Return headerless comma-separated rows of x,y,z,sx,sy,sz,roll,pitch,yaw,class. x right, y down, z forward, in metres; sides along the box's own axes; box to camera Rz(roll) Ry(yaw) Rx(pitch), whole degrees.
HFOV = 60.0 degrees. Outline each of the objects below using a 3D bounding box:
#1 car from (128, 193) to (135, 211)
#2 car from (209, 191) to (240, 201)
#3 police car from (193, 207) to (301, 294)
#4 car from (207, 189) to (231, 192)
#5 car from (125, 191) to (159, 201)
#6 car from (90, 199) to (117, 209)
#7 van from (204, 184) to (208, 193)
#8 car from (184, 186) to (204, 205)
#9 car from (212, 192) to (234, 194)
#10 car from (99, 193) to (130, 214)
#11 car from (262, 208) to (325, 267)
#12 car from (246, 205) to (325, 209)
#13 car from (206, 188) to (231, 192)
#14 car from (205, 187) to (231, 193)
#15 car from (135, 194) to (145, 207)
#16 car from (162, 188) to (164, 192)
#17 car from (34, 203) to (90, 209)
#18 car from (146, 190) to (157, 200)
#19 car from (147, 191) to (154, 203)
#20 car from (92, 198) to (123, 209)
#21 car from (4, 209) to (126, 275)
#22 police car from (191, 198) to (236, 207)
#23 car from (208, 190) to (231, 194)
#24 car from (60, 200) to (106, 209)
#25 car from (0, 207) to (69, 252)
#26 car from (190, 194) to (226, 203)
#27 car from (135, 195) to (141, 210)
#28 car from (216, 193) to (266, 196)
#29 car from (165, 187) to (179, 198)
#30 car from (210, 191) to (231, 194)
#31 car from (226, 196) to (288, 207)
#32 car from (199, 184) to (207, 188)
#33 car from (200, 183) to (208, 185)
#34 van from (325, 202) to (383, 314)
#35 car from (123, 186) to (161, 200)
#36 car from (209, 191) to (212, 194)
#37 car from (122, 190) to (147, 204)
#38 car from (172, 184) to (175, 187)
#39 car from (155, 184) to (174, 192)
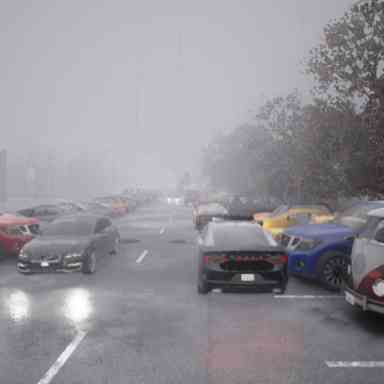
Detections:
-7.947,1.194,30.771,4.553,1.767,2.185,0,1,0,car
5.176,0.644,53.106,4.792,1.488,2.163,0,3,0,car
1.068,1.422,8.923,1.930,1.638,5.238,0,0,0,police car
5.327,0.735,50.315,5.366,1.575,1.946,0,2,0,car
-7.938,0.618,53.069,5.008,1.535,2.097,0,2,0,car
-8.001,1.434,22.417,5.008,1.535,2.097,0,1,0,car
5.038,-0.020,61.454,4.442,1.987,1.878,-1,3,0,van
0.104,0.684,45.000,2.150,2.045,5.566,0,2,1,car
5.114,1.122,39.289,5.008,1.535,2.097,0,2,0,car
-7.952,1.241,27.992,4.553,1.767,2.185,0,1,0,car
5.248,1.473,11.285,5.366,1.575,1.946,0,0,0,car
5.063,1.475,14.194,5.008,1.535,2.097,0,0,0,car
5.156,0.517,56.015,4.674,1.452,2.002,0,3,0,car
5.161,0.377,58.797,4.674,1.452,2.002,0,3,0,car
-7.996,1.229,36.348,4.792,1.488,2.163,0,1,0,car
-7.892,0.377,58.630,4.792,1.488,2.163,0,3,0,car
-8.035,1.499,16.841,4.792,1.488,2.163,0,0,0,car
-7.950,0.855,47.491,4.892,1.521,2.231,0,2,0,car
-7.979,0.986,44.715,4.792,1.488,2.163,0,2,0,car
-7.986,1.444,25.207,4.674,1.452,2.002,0,1,0,car
-3.579,1.500,10.512,1.837,1.490,4.892,0,0,0,car
1.088,1.405,18.920,1.930,1.638,5.238,0,0,0,police car
5.321,0.848,47.521,5.366,1.575,1.946,0,2,0,car
-8.006,1.455,19.628,5.008,1.535,2.097,0,0,0,car
-8.014,1.515,14.055,4.674,1.452,2.002,0,0,0,car
1.100,1.279,24.776,2.097,1.767,4.553,0,1,0,car
-7.943,1.293,33.561,4.792,1.488,2.163,0,1,0,car
5.107,1.200,36.372,4.892,1.521,2.231,0,2,0,car
-3.404,0.333,61.312,1.895,1.301,4.718,0,3,0,car
5.120,1.040,42.078,5.008,1.535,2.097,0,2,0,car
4.911,1.360,28.139,5.366,1.575,1.946,0,1,0,car
4.928,-0.570,88.555,5.008,1.535,2.097,0,3,0,car
4.967,-0.854,91.315,4.553,1.767,2.185,0,3,0,car
4.935,1.252,5.716,4.442,1.987,1.878,0,0,0,van
-7.910,0.489,50.268,5.566,2.045,2.435,0,2,0,car
5.101,0.979,44.869,4.792,1.488,2.163,0,2,0,car
-7.992,1.002,39.131,4.553,1.767,2.185,0,2,0,car
-8.135,-0.881,93.986,5.008,1.535,2.097,0,3,0,car
-8.173,-0.692,91.216,4.792,1.488,2.163,0,3,0,car
